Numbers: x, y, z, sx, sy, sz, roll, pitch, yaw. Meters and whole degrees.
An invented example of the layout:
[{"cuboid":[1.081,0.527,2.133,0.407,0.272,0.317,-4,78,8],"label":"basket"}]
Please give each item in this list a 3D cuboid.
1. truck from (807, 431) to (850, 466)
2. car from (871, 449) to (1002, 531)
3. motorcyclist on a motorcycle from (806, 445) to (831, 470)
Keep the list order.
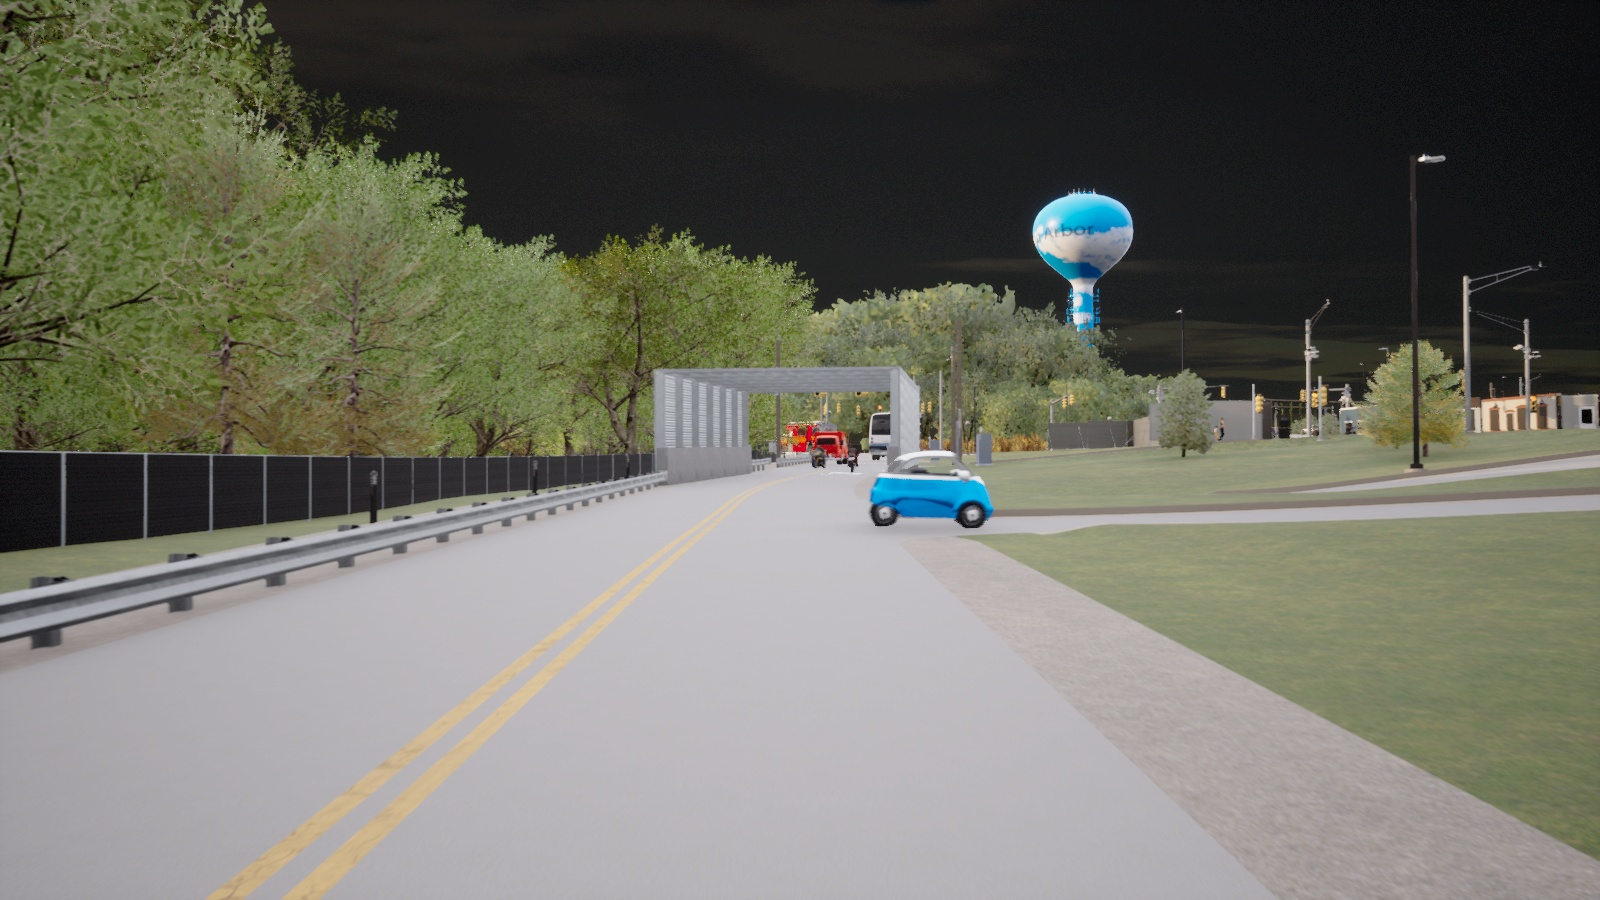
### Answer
[{"cuboid":[2.171,-0.159,93.343,2.627,2.467,5.204,0,2,7],"label":"truck"},{"cuboid":[2.425,0.696,22.666,2.207,1.376,1.481,1,0,1],"label":"car"},{"cuboid":[1.187,0.471,79.383,0.866,1.530,2.191,0,0,21],"label":"motorcyclist on a motorcycle"}]
